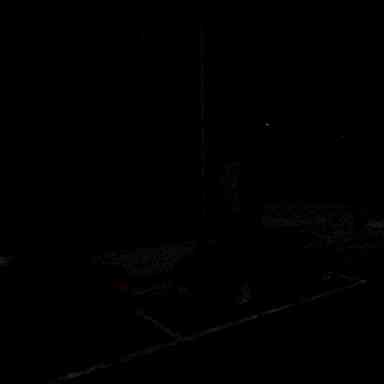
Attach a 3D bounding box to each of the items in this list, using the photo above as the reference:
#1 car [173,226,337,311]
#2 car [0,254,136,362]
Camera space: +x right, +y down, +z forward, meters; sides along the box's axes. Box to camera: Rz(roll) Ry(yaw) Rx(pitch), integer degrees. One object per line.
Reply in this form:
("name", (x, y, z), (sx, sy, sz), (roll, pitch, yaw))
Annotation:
("car", (1.606, 1.517, 7.680), (4.313, 1.339, 1.947), (-1, 0, -35))
("car", (-2.832, 1.580, 4.514), (4.206, 1.307, 1.802), (-1, 0, -35))
